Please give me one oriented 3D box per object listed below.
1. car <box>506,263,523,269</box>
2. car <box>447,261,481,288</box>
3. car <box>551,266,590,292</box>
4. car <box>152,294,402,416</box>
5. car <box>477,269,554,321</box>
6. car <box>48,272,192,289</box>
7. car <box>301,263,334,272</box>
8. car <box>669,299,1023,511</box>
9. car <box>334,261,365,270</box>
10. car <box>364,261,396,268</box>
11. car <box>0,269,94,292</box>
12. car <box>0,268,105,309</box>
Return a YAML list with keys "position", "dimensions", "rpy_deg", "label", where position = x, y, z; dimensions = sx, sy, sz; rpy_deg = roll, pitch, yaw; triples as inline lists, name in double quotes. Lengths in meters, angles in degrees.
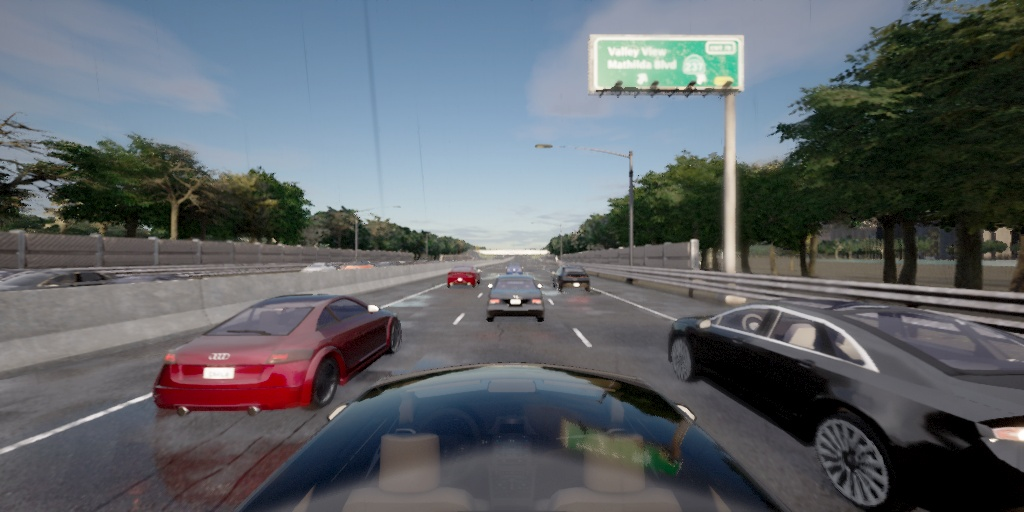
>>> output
- position: [0.267, 1.534, 40.108]
  dimensions: [2.033, 1.411, 5.357]
  rpy_deg: [0, 0, 0]
  label: "car"
- position: [-3.331, 1.375, 25.504]
  dimensions: [1.882, 1.535, 5.008]
  rpy_deg: [0, 0, 0]
  label: "car"
- position: [3.655, 1.385, 22.646]
  dimensions: [1.837, 1.490, 4.892]
  rpy_deg: [0, 0, 0]
  label: "car"
- position: [-3.394, 1.343, 6.163]
  dimensions: [1.994, 1.385, 4.181]
  rpy_deg: [0, 0, 0]
  label: "car"
- position: [0.114, 1.367, 12.737]
  dimensions: [2.033, 1.411, 5.357]
  rpy_deg: [0, 0, 0]
  label: "car"
- position: [-14.078, 1.389, 13.804]
  dimensions: [1.994, 1.385, 4.181]
  rpy_deg: [0, 0, 0]
  label: "car"
- position: [-20.935, 1.504, 39.006]
  dimensions: [1.812, 1.442, 4.674]
  rpy_deg: [0, 0, 1]
  label: "car"
- position: [3.604, 1.259, 4.272]
  dimensions: [2.128, 1.511, 4.902]
  rpy_deg: [0, 0, 0]
  label: "car"
- position: [-17.423, 1.337, 40.078]
  dimensions: [2.097, 1.767, 4.553]
  rpy_deg: [0, 0, 1]
  label: "car"
- position: [-13.933, 1.485, 39.163]
  dimensions: [1.837, 1.490, 4.892]
  rpy_deg: [0, 0, 1]
  label: "car"
- position: [-17.578, 1.329, 13.720]
  dimensions: [1.837, 1.490, 4.892]
  rpy_deg: [0, 0, 0]
  label: "car"
- position: [-21.073, 1.325, 15.179]
  dimensions: [2.128, 1.511, 4.902]
  rpy_deg: [0, 0, 0]
  label: "car"
